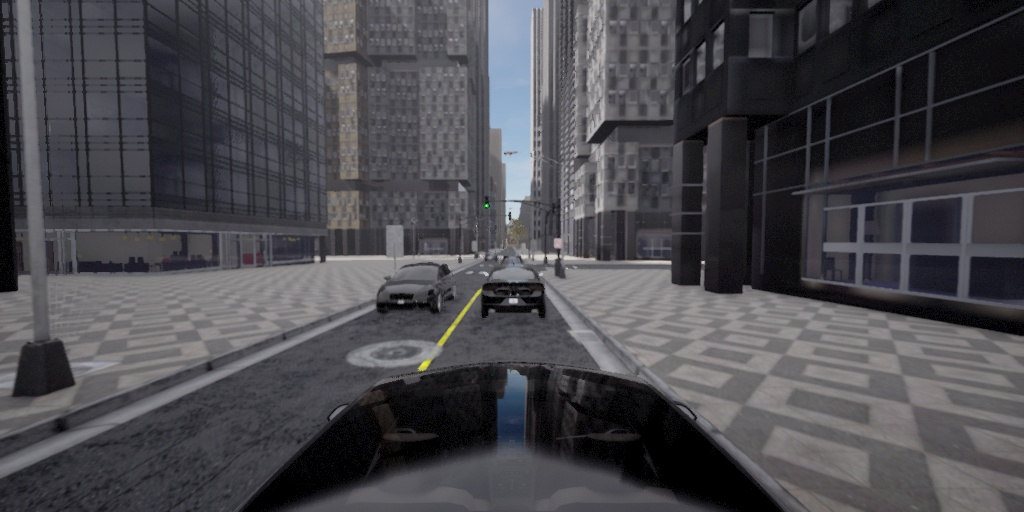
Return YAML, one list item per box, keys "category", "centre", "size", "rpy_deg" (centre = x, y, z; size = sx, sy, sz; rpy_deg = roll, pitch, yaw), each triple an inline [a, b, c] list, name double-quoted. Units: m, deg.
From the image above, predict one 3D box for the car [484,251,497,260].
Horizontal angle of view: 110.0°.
- category: "car"
  centre: [-3.142, 0.065, 53.920]
  size: [2.128, 1.511, 4.902]
  rpy_deg: [0, 1, 0]

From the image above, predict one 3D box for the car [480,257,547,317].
- category: "car"
  centre: [0.060, 0.976, 11.985]
  size: [1.882, 1.535, 5.008]
  rpy_deg: [0, 1, 1]

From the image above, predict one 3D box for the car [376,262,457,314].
- category: "car"
  centre: [-3.105, 0.993, 12.451]
  size: [1.837, 1.490, 4.892]
  rpy_deg: [0, 1, 0]

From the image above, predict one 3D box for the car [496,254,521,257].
- category: "car"
  centre: [0.028, 0.666, 26.538]
  size: [1.837, 1.490, 4.892]
  rpy_deg: [0, 1, 0]
